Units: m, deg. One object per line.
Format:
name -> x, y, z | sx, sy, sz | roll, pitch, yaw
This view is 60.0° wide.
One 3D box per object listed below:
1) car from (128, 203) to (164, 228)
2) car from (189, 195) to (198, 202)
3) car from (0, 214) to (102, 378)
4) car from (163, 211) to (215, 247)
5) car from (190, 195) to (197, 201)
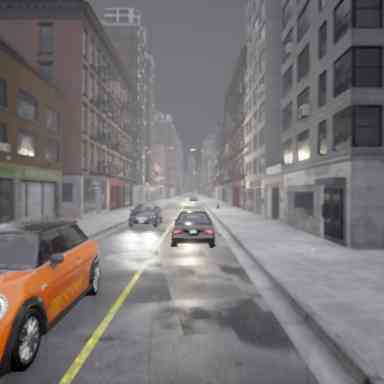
car -> -2.978, 1.506, 22.174 | 2.128, 1.511, 4.902 | 0, 0, 1
car -> 0.312, 1.695, 77.244 | 1.895, 1.301, 4.718 | 0, 0, 0
car -> -3.082, 1.344, 5.630 | 2.097, 1.767, 4.553 | 0, 0, 0
car -> 0.055, 1.559, 15.139 | 2.033, 1.411, 5.357 | 0, 0, 0
car -> 0.354, 1.489, 87.214 | 1.837, 1.490, 4.892 | 0, 0, 0
